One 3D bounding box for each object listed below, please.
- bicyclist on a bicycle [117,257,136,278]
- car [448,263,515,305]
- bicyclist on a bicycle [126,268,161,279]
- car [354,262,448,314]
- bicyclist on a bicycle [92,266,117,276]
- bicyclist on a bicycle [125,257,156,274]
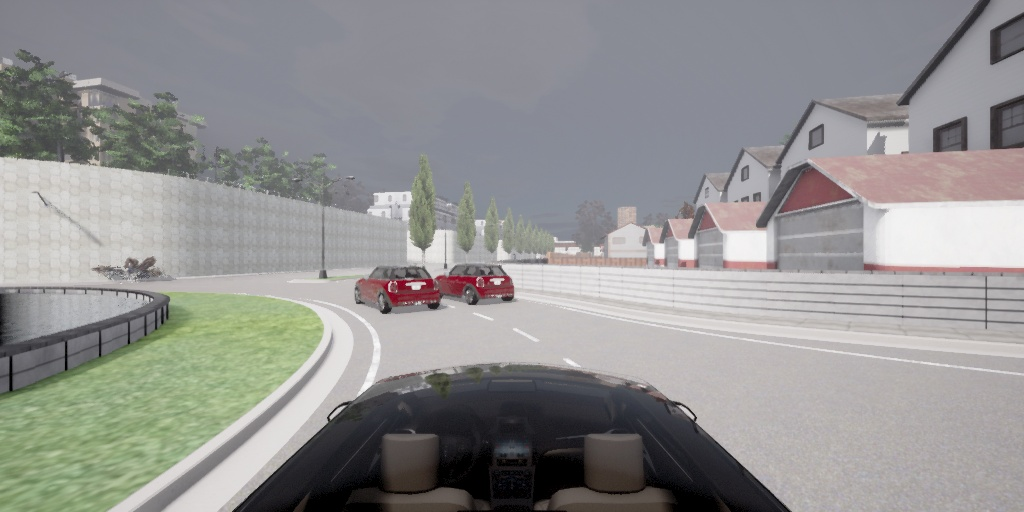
[{"bbox_3d":[-28.429,0.783,26.819,0.582,1.620,1.656,8,22,-25],"label":"bicyclist on a bicycle"},{"bbox_3d":[-1.913,1.116,16.373,2.097,1.767,4.553,0,0,-38],"label":"car"},{"bbox_3d":[-27.512,1.373,27.293,1.620,0.582,1.656,-16,14,-6],"label":"bicyclist on a bicycle"},{"bbox_3d":[-4.665,1.116,14.211,2.097,1.767,4.553,0,0,-38],"label":"car"},{"bbox_3d":[-29.829,1.143,26.519,1.620,0.582,1.656,21,0,-25],"label":"bicyclist on a bicycle"},{"bbox_3d":[-27.760,0.676,27.218,0.582,1.620,1.656,46,-12,-24],"label":"bicyclist on a bicycle"}]
